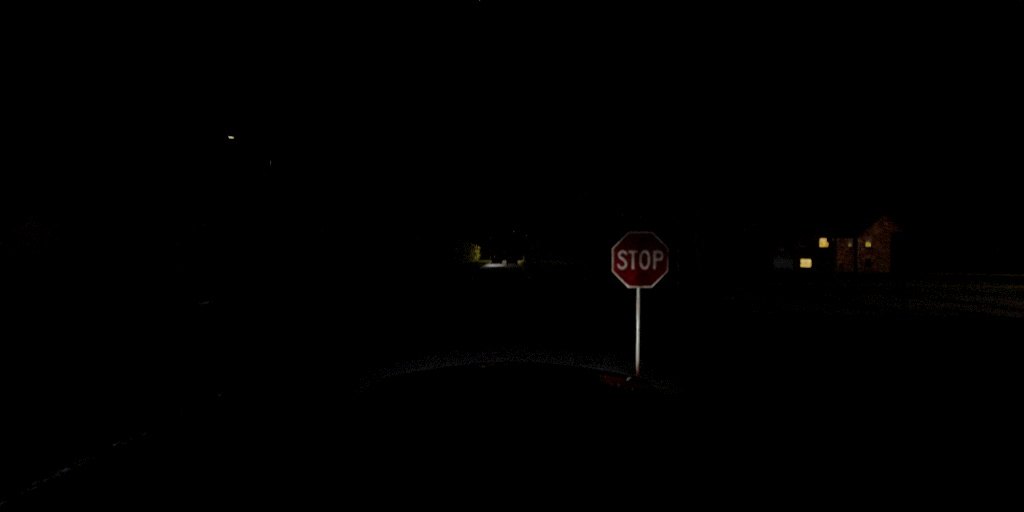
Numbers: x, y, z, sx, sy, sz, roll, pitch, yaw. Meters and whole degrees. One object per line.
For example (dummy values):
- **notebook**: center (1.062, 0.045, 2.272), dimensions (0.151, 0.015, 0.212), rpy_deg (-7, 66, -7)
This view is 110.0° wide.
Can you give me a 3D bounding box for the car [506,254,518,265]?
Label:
- **car**: center (-0.003, 0.805, 61.823), dimensions (1.994, 1.385, 4.181), rpy_deg (0, 0, 0)
